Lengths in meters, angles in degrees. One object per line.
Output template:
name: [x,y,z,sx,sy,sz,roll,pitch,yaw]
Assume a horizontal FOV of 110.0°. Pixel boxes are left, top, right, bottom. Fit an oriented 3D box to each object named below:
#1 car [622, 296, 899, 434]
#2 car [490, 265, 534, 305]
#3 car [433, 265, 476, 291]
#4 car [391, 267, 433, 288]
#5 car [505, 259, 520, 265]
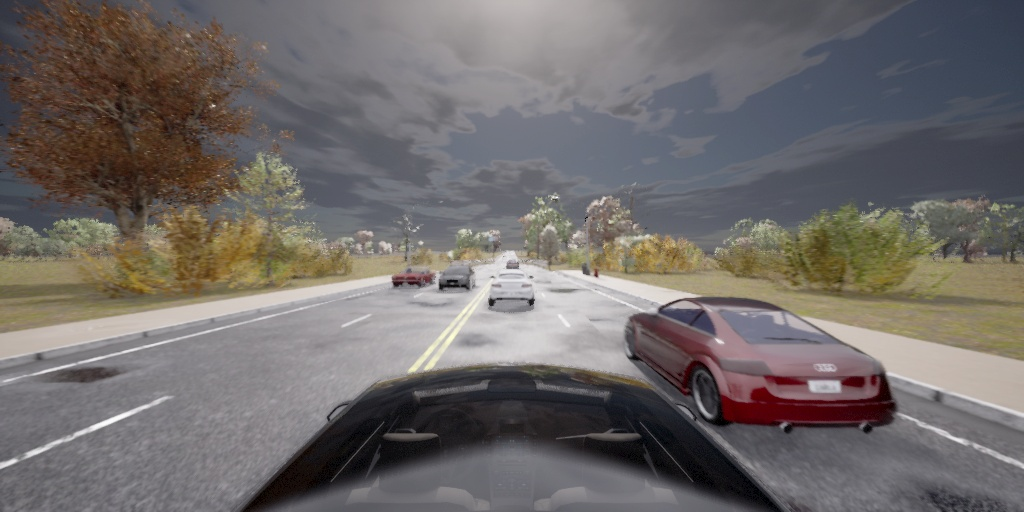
car: [3.251,1.325,5.732,1.994,1.385,4.181,0,0,0]
car: [-0.010,1.315,16.282,1.812,1.442,4.674,0,0,0]
car: [-3.311,1.312,22.334,1.837,1.490,4.892,0,-1,0]
car: [-6.547,1.410,24.248,1.895,1.301,4.718,0,0,1]
car: [0.111,1.363,51.238,2.128,1.511,4.902,0,0,0]
